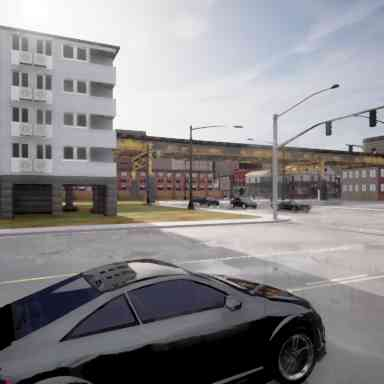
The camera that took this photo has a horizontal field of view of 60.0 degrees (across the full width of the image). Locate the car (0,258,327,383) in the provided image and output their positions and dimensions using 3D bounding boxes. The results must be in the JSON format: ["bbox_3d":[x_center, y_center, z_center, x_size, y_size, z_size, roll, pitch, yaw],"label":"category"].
[{"bbox_3d":[-0.346,1.564,4.078,4.181,1.385,1.994,0,0,-30],"label":"car"}]

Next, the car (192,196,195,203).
[{"bbox_3d":[0.742,1.547,65.788,2.033,1.411,5.357,0,0,3],"label":"car"}]

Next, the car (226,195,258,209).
[{"bbox_3d":[7.052,1.505,45.763,1.837,1.490,4.892,0,0,-25],"label":"car"}]

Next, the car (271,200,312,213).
[{"bbox_3d":[11.070,1.601,37.291,1.895,1.301,4.718,0,0,-26],"label":"car"}]

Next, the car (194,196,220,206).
[{"bbox_3d":[2.705,1.547,55.301,2.033,1.411,5.357,0,0,-21],"label":"car"}]
